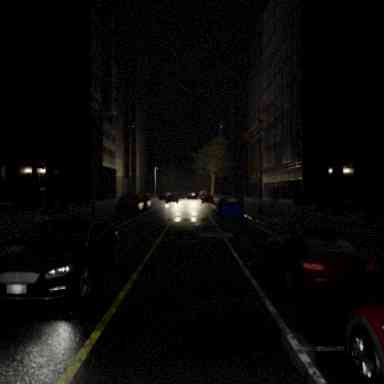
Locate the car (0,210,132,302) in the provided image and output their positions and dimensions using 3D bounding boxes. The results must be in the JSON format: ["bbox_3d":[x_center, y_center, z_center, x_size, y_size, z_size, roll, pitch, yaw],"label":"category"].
[{"bbox_3d":[-3.093,1.437,8.322,2.128,1.511,4.902,0,0,0],"label":"car"}]

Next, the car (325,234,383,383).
[{"bbox_3d":[2.861,1.423,2.557,1.967,1.590,4.097,0,0,0],"label":"car"}]

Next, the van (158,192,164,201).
[{"bbox_3d":[-5.607,0.849,64.617,1.690,1.788,3.998,0,0,0],"label":"van"}]

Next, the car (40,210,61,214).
[{"bbox_3d":[-5.655,1.459,13.869,2.008,1.369,4.403,0,0,0],"label":"car"}]

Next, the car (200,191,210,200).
[{"bbox_3d":[2.927,0.748,75.874,2.192,1.841,5.009,0,0,0],"label":"car"}]

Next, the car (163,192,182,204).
[{"bbox_3d":[-3.020,1.117,51.311,1.837,1.490,4.892,0,0,0],"label":"car"}]

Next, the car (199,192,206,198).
[{"bbox_3d":[2.942,0.769,92.792,1.967,1.590,4.097,0,0,0],"label":"car"}]

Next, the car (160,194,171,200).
[{"bbox_3d":[-5.603,1.034,70.258,1.947,1.339,4.313,0,0,0],"label":"car"}]

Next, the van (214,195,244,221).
[{"bbox_3d":[2.882,1.169,25.116,1.690,1.788,3.998,0,0,0],"label":"van"}]

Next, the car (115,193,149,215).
[{"bbox_3d":[-5.638,1.098,30.786,2.192,1.841,5.009,0,0,0],"label":"car"}]

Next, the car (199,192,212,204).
[{"bbox_3d":[2.399,1.132,51.900,1.812,1.442,4.674,0,0,0],"label":"car"}]

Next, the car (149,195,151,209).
[{"bbox_3d":[-5.633,1.052,36.426,2.192,1.841,5.009,0,0,0],"label":"car"}]

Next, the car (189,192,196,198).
[{"bbox_3d":[0.081,0.710,88.669,1.882,1.535,5.008,0,0,0],"label":"car"}]

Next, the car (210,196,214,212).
[{"bbox_3d":[2.888,1.308,30.929,1.752,1.417,4.829,0,0,0],"label":"car"}]

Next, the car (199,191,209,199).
[{"bbox_3d":[2.932,0.713,81.512,2.192,1.841,5.009,0,0,0],"label":"car"}]

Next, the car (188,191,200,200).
[{"bbox_3d":[0.064,0.920,70.339,1.994,1.385,4.181,0,0,0],"label":"car"}]

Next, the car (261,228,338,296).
[{"bbox_3d":[2.866,1.529,8.199,1.802,1.307,4.206,0,0,0],"label":"car"}]
